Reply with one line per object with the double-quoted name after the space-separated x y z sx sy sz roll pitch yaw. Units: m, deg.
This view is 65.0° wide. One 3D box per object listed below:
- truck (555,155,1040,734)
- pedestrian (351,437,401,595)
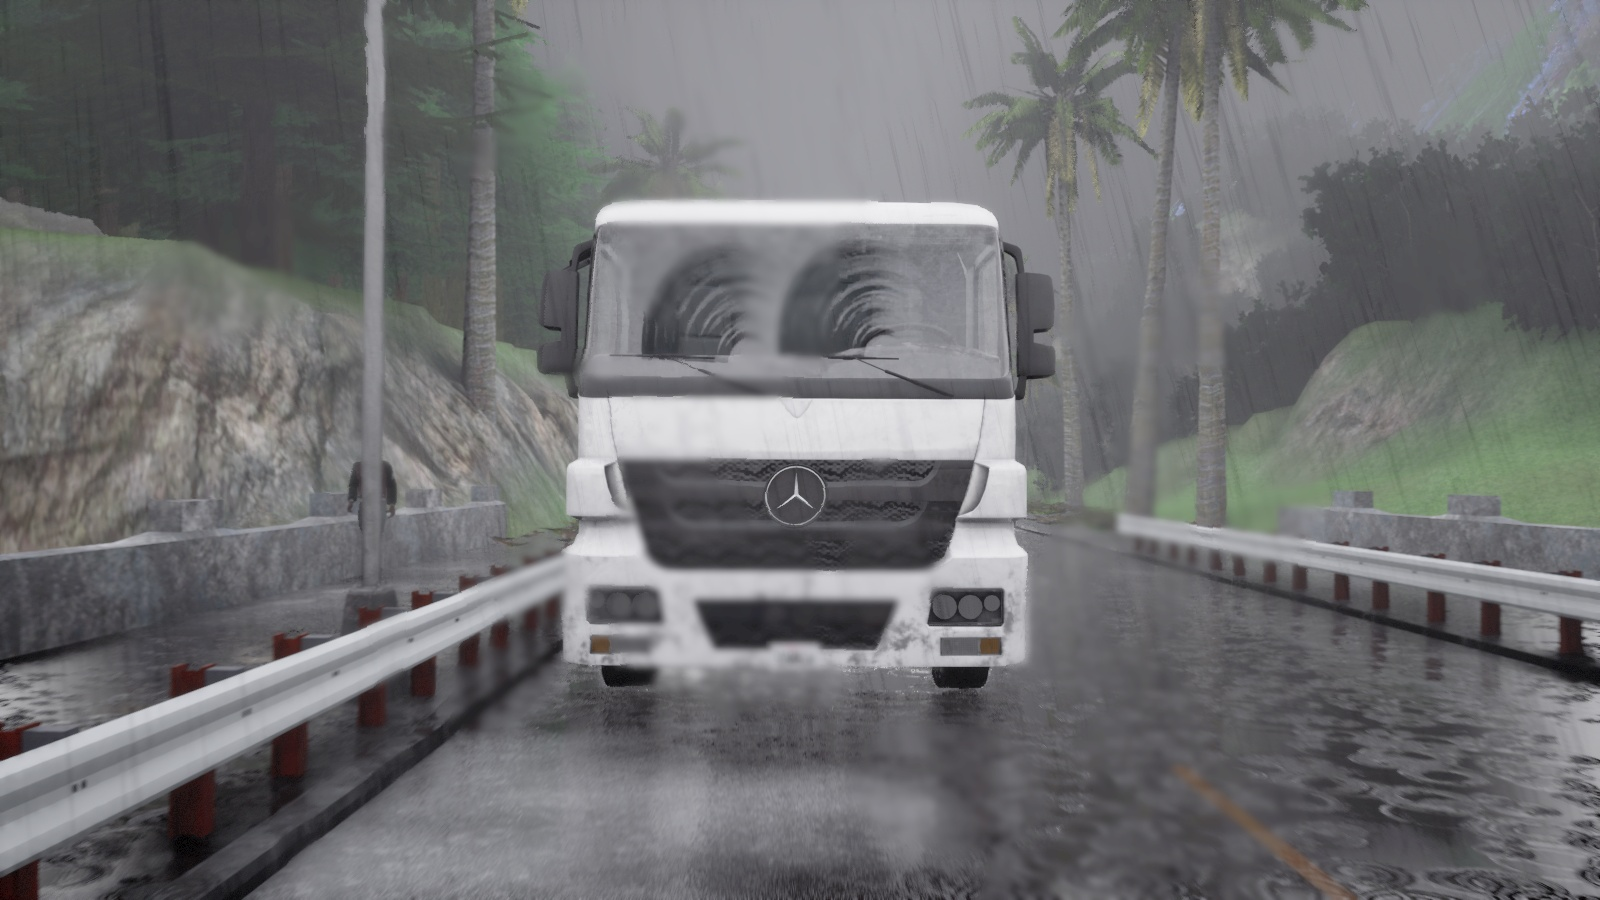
-0.029 0.025 11.489 2.891 3.462 7.936 0 -1 0 "truck"
-5.299 0.809 15.700 0.402 1.930 0.666 0 -1 0 "pedestrian"
